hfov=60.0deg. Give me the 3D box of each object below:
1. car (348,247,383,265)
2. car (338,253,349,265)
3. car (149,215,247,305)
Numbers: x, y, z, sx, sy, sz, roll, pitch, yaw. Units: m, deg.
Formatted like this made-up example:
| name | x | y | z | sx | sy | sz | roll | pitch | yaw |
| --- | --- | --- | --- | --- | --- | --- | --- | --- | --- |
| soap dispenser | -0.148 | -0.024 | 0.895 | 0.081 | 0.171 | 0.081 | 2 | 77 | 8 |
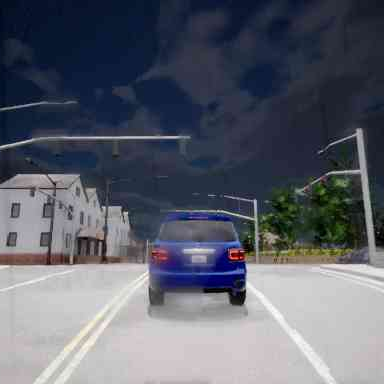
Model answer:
| name | x | y | z | sx | sy | sz | roll | pitch | yaw |
| --- | --- | --- | --- | --- | --- | --- | --- | --- | --- |
| car | 15.519 | 5.053 | 25.828 | 5.357 | 1.411 | 2.033 | 0 | -12 | 0 |
| car | 15.443 | 5.655 | 29.572 | 4.553 | 1.767 | 2.097 | 0 | -12 | 1 |
| car | 0.084 | 1.760 | 9.278 | 2.150 | 2.045 | 5.566 | 0 | -7 | -1 |
